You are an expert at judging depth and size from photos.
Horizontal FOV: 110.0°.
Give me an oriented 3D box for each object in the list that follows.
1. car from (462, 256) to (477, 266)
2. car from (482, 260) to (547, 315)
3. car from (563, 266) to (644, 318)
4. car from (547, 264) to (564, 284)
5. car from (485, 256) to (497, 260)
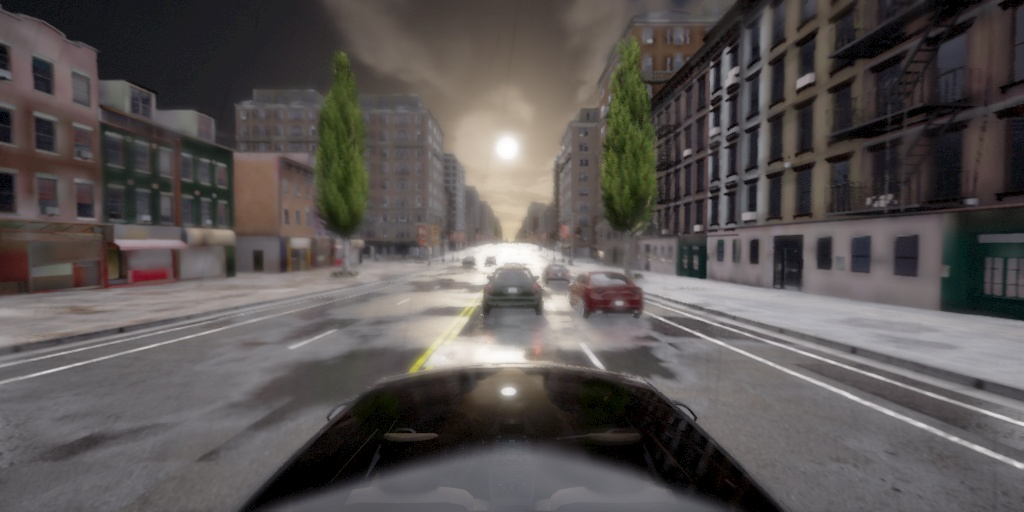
[{"bbox_3d":[-6.580,0.761,55.665,1.882,1.535,5.008,0,1,0],"label":"car"},{"bbox_3d":[0.038,1.161,14.075,2.097,1.767,4.553,0,0,0],"label":"car"},{"bbox_3d":[3.283,1.286,13.354,1.882,1.535,5.008,0,0,1],"label":"car"},{"bbox_3d":[3.264,1.314,27.004,2.033,1.411,5.357,0,0,1],"label":"car"},{"bbox_3d":[-3.322,0.761,56.799,1.837,1.490,4.892,0,1,1],"label":"car"}]
